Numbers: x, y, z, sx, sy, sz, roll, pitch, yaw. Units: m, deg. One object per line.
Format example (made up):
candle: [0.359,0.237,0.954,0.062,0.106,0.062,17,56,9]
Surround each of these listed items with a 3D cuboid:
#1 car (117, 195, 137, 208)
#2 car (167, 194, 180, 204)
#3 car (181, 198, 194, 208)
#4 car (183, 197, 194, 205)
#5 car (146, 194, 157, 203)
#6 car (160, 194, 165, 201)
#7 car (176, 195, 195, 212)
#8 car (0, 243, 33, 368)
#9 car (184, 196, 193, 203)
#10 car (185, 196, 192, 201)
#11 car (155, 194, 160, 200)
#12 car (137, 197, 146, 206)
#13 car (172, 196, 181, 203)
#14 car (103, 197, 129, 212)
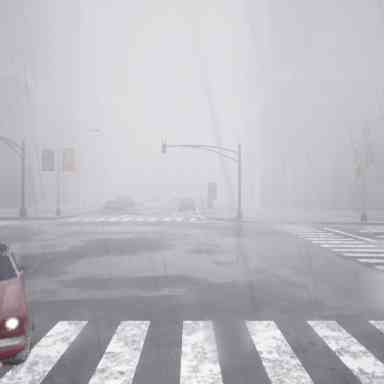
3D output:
car: [-9.118,1.335,44.329,2.192,1.841,5.009,0,0,0]
car: [-3.366,1.576,65.713,1.837,1.490,4.892,0,0,0]
car: [-0.621,1.614,49.795,1.802,1.307,4.206,0,0,0]
car: [-0.679,1.603,60.645,1.887,1.381,4.507,0,0,0]
car: [-9.261,1.669,71.459,1.802,1.307,4.206,0,0,0]
car: [-9.376,1.696,93.162,1.887,1.381,4.507,0,0,0]
car: [-0.564,1.448,38.946,1.967,1.590,4.097,0,0,0]
car: [-3.739,1.599,5.355,1.895,1.301,4.718,0,0,-29]
car: [-0.737,1.612,71.665,1.752,1.417,4.829,0,0,0]
car: [-0.852,1.696,93.195,1.887,1.381,4.507,0,0,0]
car: [-9.291,1.417,76.885,2.192,1.841,5.009,0,0,0]
car: [-9.174,1.570,55.011,1.752,1.417,4.829,0,0,0]
car: [-3.518,1.651,75.798,1.994,1.385,4.181,0,0,0]
car: [-9.088,1.574,38.903,1.947,1.339,4.313,0,0,0]
